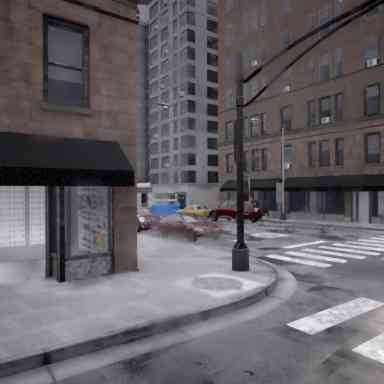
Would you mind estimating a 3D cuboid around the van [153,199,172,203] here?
[{"bbox_3d":[-2.962,1.689,36.022,1.690,1.788,3.998,-1,0,-36],"label":"van"}]

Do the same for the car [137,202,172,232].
[{"bbox_3d":[-3.446,1.706,22.107,1.967,1.590,4.097,-1,0,-36],"label":"car"}]

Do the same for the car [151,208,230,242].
[{"bbox_3d":[-0.227,1.778,17.639,1.802,1.307,4.206,-1,0,-36],"label":"car"}]

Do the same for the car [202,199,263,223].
[{"bbox_3d":[3.468,1.522,27.088,2.192,1.841,5.009,-1,0,-36],"label":"car"}]

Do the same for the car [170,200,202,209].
[{"bbox_3d":[0.158,1.805,31.694,1.752,1.417,4.829,-1,0,-36],"label":"car"}]
